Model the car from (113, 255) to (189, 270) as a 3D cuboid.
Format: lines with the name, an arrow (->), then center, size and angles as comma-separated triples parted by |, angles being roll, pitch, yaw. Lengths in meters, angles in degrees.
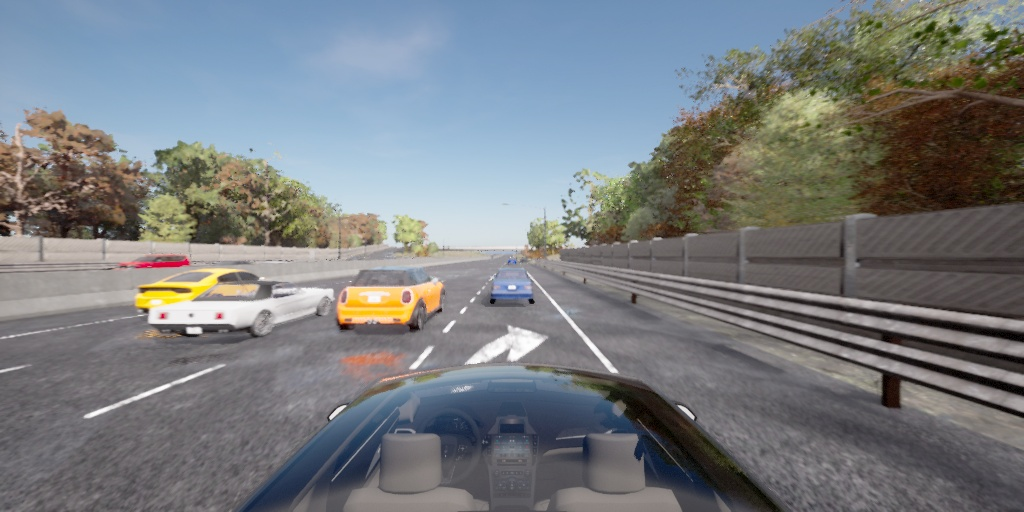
car -> -31.564, 0.882, 31.795 | 2.150, 2.045, 5.566 | 0, 0, 0

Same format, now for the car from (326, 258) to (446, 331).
car -> -3.399, 1.068, 10.985 | 2.097, 1.767, 4.553 | 0, 0, 0

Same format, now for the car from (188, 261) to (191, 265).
car -> -28.067, 1.253, 34.739 | 1.895, 1.301, 4.718 | 0, 0, 0

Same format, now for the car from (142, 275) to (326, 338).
car -> -6.896, 1.320, 10.008 | 1.895, 1.301, 4.718 | 0, 0, 0

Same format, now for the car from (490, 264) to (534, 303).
car -> 0.003, 1.247, 16.261 | 2.033, 1.411, 5.357 | 0, 0, 0

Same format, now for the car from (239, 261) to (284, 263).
car -> -21.073, 1.184, 31.377 | 1.812, 1.442, 4.674 | 0, 0, 0

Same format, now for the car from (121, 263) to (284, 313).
car -> -10.395, 1.187, 12.952 | 1.882, 1.535, 5.008 | 0, 0, 0

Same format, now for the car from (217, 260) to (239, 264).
car -> -24.572, 1.136, 31.388 | 1.882, 1.535, 5.008 | 0, 0, 0
